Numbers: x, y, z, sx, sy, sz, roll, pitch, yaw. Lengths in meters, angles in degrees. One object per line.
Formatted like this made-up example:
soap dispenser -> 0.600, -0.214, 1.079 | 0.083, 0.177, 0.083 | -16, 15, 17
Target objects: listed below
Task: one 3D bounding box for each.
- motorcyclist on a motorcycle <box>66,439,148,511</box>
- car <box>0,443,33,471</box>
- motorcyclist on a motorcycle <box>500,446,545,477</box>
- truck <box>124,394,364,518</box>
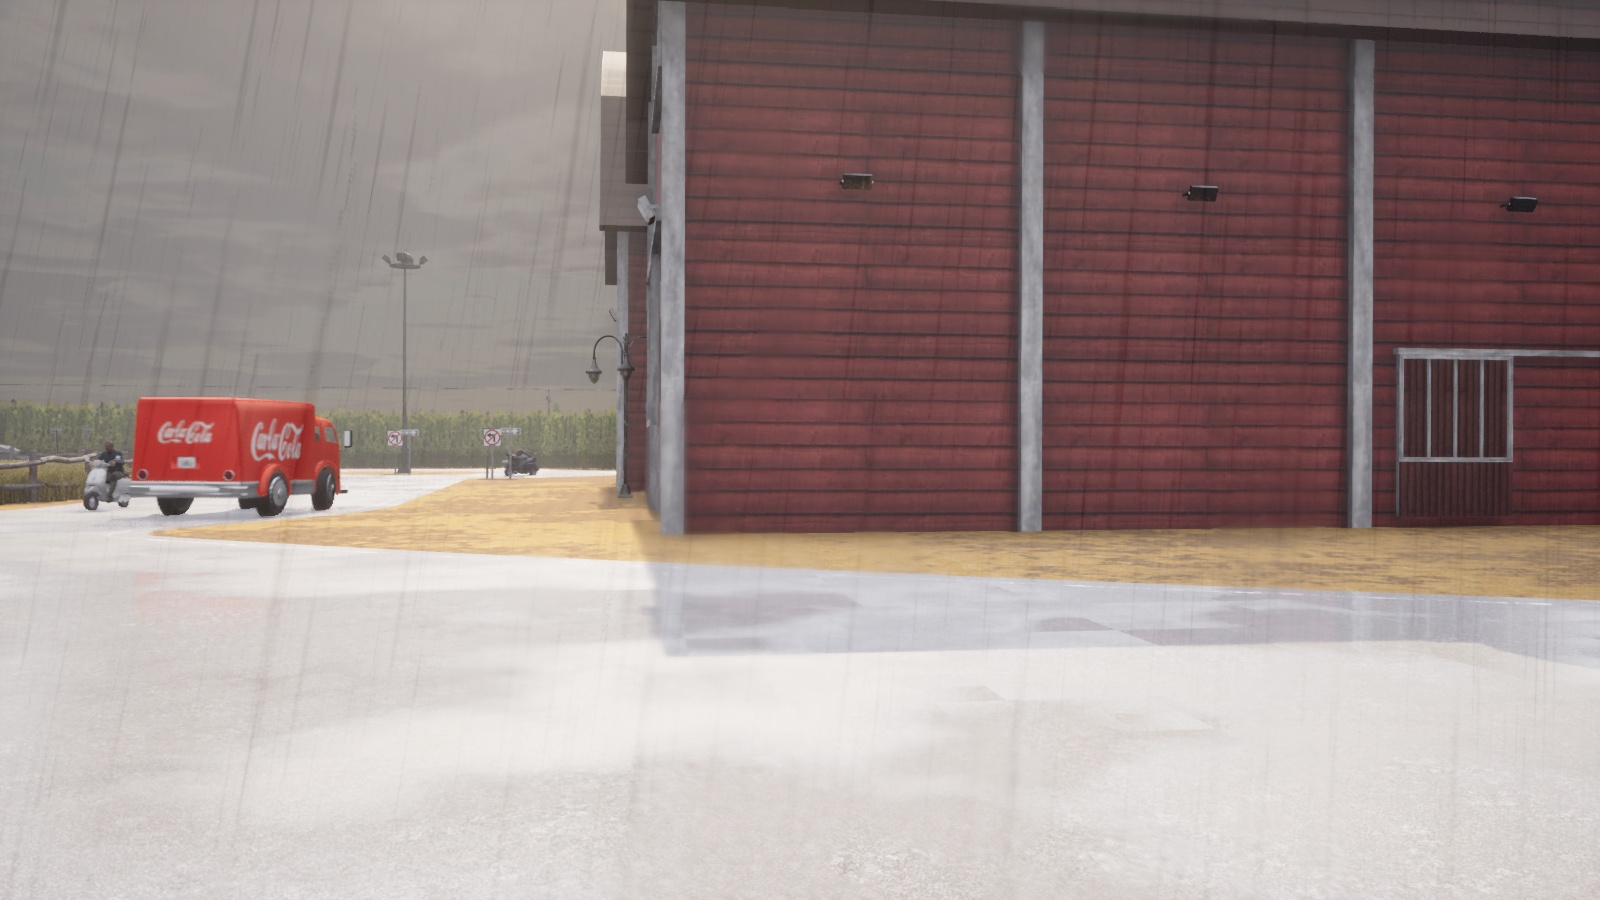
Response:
motorcyclist on a motorcycle -> -15.931, 0.551, 28.910 | 0.866, 1.590, 1.817 | 0, 1, 1
car -> -43.837, 0.348, 66.782 | 4.892, 1.490, 1.837 | 0, 0, -8
motorcyclist on a motorcycle -> -13.773, 0.566, 62.443 | 0.866, 1.530, 2.191 | 0, 0, 33
truck -> -12.071, 0.130, 27.788 | 2.627, 2.467, 5.204 | 0, 0, 5
